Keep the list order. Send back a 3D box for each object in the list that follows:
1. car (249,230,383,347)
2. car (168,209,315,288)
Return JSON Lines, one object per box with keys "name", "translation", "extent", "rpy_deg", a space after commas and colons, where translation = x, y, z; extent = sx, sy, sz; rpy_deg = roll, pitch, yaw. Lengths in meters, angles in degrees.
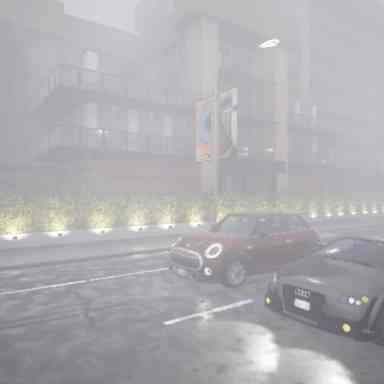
{"name": "car", "translation": [3.345, 1.562, 6.330], "extent": [4.181, 1.385, 1.994], "rpy_deg": [0, 0, -35]}
{"name": "car", "translation": [1.584, 1.352, 9.370], "extent": [4.553, 1.767, 2.097], "rpy_deg": [0, 0, -35]}
